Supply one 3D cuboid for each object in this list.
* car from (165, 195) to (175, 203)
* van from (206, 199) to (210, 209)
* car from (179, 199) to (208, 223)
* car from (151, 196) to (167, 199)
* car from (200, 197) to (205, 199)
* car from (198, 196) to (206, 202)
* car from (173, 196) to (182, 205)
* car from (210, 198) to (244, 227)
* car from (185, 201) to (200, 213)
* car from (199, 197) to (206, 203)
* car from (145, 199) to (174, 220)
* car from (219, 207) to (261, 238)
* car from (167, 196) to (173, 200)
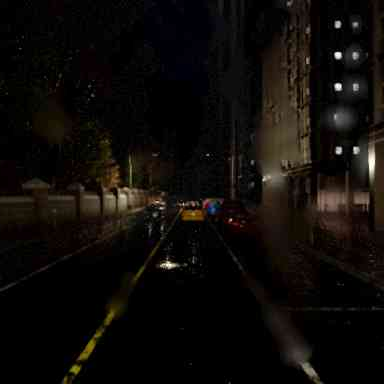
[{"bbox_3d":[-5.668,1.837,85.790,2.192,1.841,5.009,1,0,0],"label":"car"},{"bbox_3d":[2.704,1.587,35.339,1.690,1.788,3.998,1,0,0],"label":"van"},{"bbox_3d":[0.101,1.649,27.079,1.801,1.575,5.366,0,-1,0],"label":"car"},{"bbox_3d":[-5.674,1.664,52.425,2.192,1.841,5.009,1,0,0],"label":"car"},{"bbox_3d":[2.705,1.789,52.382,1.967,1.590,4.097,1,0,0],"label":"car"},{"bbox_3d":[2.712,1.987,91.347,1.967,1.590,4.097,1,0,0],"label":"car"},{"bbox_3d":[-2.991,1.964,71.203,2.128,1.511,4.902,0,0,0],"label":"car"},{"bbox_3d":[2.701,1.488,23.978,2.192,1.841,5.009,0,0,0],"label":"car"},{"bbox_3d":[0.083,1.893,42.791,1.895,1.301,4.718,0,0,0],"label":"car"},{"bbox_3d":[2.709,2.104,85.729,1.802,1.307,4.206,1,0,0],"label":"car"},{"bbox_3d":[-3.094,1.706,30.317,2.128,1.511,4.902,0,0,0],"label":"car"},{"bbox_3d":[2.698,1.716,18.293,1.802,1.307,4.206,0,0,0],"label":"car"},{"bbox_3d":[-5.671,1.758,69.473,2.192,1.841,5.009,1,0,0],"label":"car"}]
